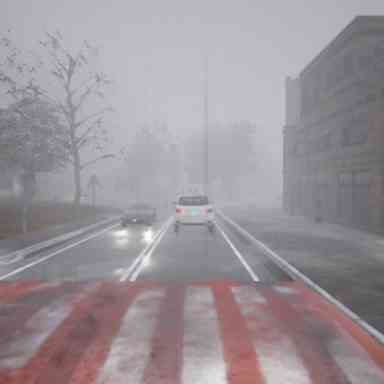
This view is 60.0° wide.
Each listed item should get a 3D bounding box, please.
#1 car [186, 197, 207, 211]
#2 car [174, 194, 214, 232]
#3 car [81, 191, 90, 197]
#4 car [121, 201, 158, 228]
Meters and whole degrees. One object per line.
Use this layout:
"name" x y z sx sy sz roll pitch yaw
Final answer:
"car" 0.585 1.319 37.272 1.895 1.301 4.718 0 1 7
"car" 0.089 1.127 19.673 2.150 2.045 5.566 0 0 0
"car" -23.551 0.390 71.480 1.895 1.301 4.718 0 2 -3
"car" -3.307 1.401 21.641 1.837 1.490 4.892 0 0 0
